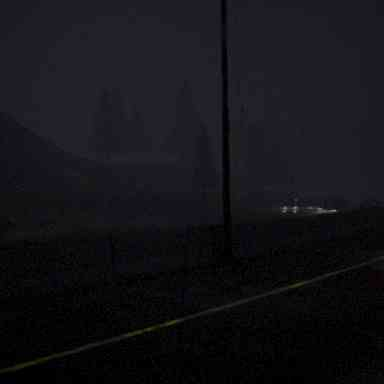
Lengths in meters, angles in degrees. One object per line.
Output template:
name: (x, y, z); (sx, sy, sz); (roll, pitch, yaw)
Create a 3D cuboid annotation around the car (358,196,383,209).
car: (20.667, 1.334, 38.382); (1.895, 1.301, 4.718); (-1, 0, 39)

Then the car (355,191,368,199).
car: (38.097, 0.647, 74.912); (2.128, 1.511, 4.902); (-1, 0, 22)

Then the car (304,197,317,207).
car: (17.679, 1.331, 45.895); (2.033, 1.411, 5.357); (-1, 0, 38)

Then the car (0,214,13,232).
car: (-11.942, 1.688, 17.049); (4.902, 1.511, 2.128); (-1, 0, -36)

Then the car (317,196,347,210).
car: (16.906, 1.294, 39.341); (1.837, 1.490, 4.892); (-1, 0, 40)

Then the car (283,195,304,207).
car: (14.939, 1.179, 48.129); (2.097, 1.767, 4.553); (-1, 0, 37)
